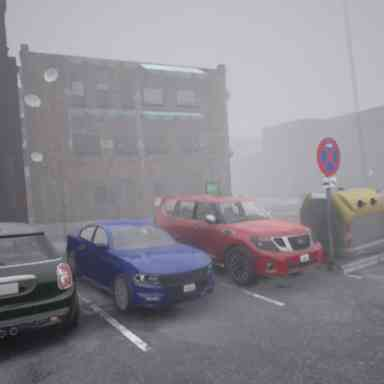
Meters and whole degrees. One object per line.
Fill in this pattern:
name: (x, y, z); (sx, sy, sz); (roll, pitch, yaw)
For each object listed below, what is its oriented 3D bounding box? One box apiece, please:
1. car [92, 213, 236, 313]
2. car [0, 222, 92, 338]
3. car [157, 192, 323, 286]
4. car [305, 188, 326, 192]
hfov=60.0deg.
car: (-1.511, 1.437, 7.957); (2.097, 1.535, 5.008); (-1, 1, -36)
car: (-3.784, 1.351, 6.270); (2.185, 1.767, 4.553); (-1, 0, -36)
car: (0.891, 1.122, 9.652); (2.435, 2.045, 5.566); (-1, 1, -36)
car: (14.266, 0.278, 38.851); (1.882, 1.535, 5.008); (-4, -1, -23)
